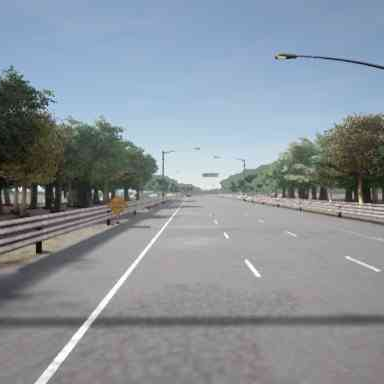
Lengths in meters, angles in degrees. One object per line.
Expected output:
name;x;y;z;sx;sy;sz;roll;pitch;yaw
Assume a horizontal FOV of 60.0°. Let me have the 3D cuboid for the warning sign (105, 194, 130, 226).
warning sign;-4.548;1.089;20.435;1.300;1.860;1.060;0;0;0
